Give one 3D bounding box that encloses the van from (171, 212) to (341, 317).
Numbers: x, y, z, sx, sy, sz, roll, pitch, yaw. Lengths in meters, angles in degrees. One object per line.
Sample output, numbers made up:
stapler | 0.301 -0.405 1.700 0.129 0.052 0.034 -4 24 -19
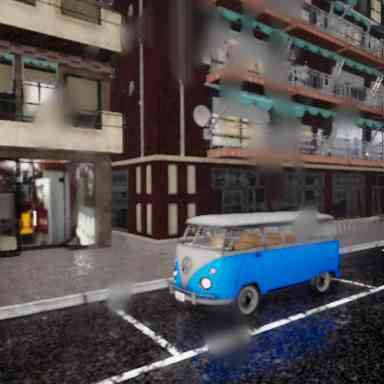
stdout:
van | 1.498 1.346 7.182 3.998 1.788 1.690 0 -1 -36
